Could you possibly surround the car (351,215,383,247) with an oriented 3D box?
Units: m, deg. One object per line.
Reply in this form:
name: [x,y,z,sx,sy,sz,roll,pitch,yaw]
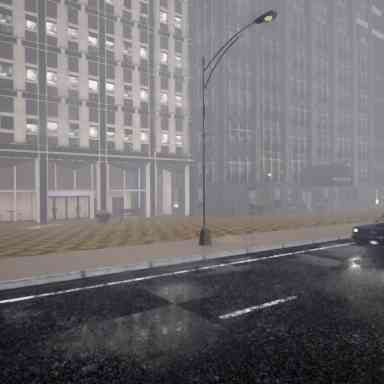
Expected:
car: [8.664,1.599,13.851,4.718,1.301,1.895,0,0,-35]
